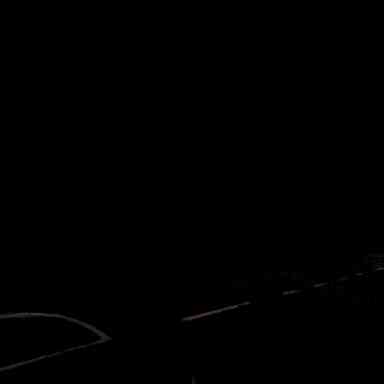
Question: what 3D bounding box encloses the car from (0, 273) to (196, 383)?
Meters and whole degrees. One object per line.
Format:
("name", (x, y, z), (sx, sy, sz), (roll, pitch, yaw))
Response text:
("car", (-2.264, 1.487, 2.377), (4.902, 1.511, 2.128), (1, 0, -36))
